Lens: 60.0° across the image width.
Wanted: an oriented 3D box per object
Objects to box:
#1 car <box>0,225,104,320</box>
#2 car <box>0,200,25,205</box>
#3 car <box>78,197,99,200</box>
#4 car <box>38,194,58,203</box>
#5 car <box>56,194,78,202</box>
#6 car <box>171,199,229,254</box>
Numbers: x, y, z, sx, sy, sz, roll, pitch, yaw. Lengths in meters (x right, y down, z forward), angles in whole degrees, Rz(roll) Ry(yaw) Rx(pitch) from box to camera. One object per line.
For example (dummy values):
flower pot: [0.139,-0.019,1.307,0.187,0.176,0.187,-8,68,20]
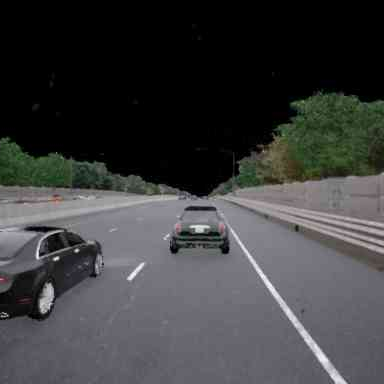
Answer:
car: [-3.416,1.497,7.307,1.837,1.490,4.892,0,0,2]
car: [-16.573,1.496,30.172,2.033,1.411,5.357,0,0,3]
car: [-15.586,1.490,52.007,1.812,1.442,4.674,0,0,3]
car: [-22.543,1.091,52.968,2.097,1.767,4.553,0,0,2]
car: [-19.051,1.495,52.765,2.033,1.411,5.357,0,0,2]
car: [0.357,1.370,13.857,2.097,1.767,4.553,0,0,2]
